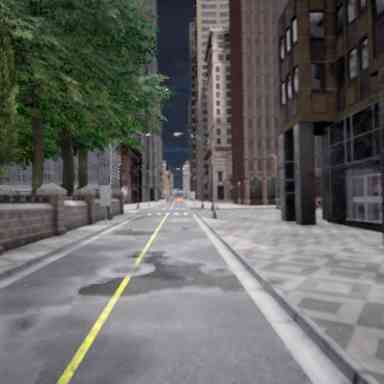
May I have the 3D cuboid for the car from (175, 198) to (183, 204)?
[{"bbox_3d":[-3.585,2.373,93.005,2.097,1.767,4.553,-1,-1,-2],"label":"car"}]

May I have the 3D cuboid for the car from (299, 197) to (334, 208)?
[{"bbox_3d":[20.739,1.738,55.428,5.009,1.841,2.192,-1,-2,-2],"label":"car"}]

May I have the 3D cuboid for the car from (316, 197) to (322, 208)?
[{"bbox_3d":[15.625,1.663,46.704,4.097,1.590,1.967,-1,-2,-2],"label":"car"}]
